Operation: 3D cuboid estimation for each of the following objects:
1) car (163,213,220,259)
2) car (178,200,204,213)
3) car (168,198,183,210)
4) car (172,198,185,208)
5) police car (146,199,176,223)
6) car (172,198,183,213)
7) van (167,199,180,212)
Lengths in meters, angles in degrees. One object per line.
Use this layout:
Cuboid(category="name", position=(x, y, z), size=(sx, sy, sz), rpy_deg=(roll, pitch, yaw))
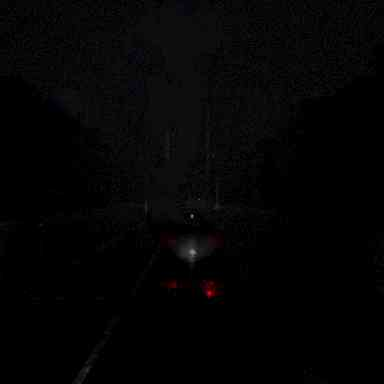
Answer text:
Cuboid(category="car", position=(0.019, 1.737, 13.289), size=(1.895, 1.301, 4.718), rpy_deg=(0, -1, 1))
Cuboid(category="car", position=(0.026, 1.787, 29.269), size=(1.882, 1.535, 5.008), rpy_deg=(0, 0, 0))
Cuboid(category="car", position=(-2.635, 1.937, 54.721), size=(2.192, 1.841, 5.009), rpy_deg=(0, -1, 0))
Cuboid(category="car", position=(-2.636, 2.087, 65.947), size=(2.192, 1.841, 5.009), rpy_deg=(0, -1, 0))
Cuboid(category="police car", position=(-2.751, 1.729, 28.692), size=(1.930, 1.638, 5.238), rpy_deg=(0, -1, 0))
Cuboid(category="car", position=(-2.634, 1.794, 43.494), size=(2.192, 1.841, 5.009), rpy_deg=(0, -1, 0))
Cuboid(category="van", position=(-2.634, 1.890, 49.107), size=(1.690, 1.788, 3.998), rpy_deg=(0, -1, 0))
